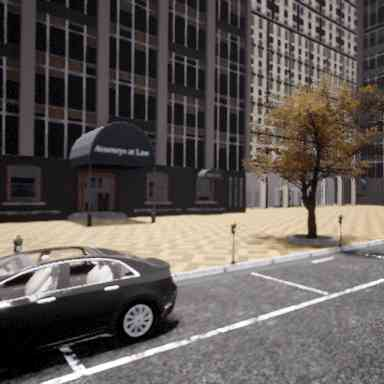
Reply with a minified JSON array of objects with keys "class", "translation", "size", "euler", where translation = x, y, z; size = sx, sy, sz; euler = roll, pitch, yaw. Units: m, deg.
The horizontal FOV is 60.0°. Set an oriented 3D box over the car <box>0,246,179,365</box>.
[{"class":"car","translation":[-2.281,1.555,4.924],"size":[4.403,1.369,2.008],"euler":[0,0,-35]}]
